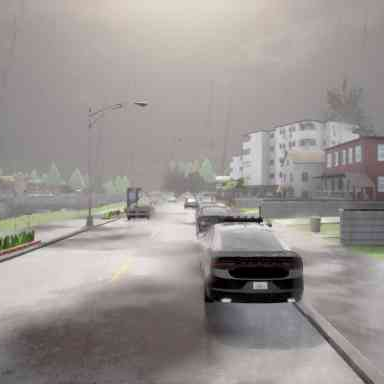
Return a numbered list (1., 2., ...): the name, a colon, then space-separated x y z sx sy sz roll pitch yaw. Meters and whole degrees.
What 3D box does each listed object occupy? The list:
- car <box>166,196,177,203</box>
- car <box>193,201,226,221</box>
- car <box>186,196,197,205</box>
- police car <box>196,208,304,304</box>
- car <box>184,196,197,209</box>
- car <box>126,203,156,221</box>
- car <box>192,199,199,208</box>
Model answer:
1. car: -4.113 1.525 66.927 1.812 1.442 4.674 0 0 0
2. car: 1.169 1.478 18.264 1.882 1.535 5.008 0 0 0
3. car: -0.097 1.478 59.104 1.882 1.535 5.008 0 0 0
4. police car: 1.186 1.425 8.374 1.930 1.638 5.238 0 0 0
5. car: -0.050 1.564 45.779 1.994 1.385 4.181 0 0 0
6. car: -4.147 1.601 27.575 1.895 1.301 4.718 0 0 0
7. car: 1.159 1.506 24.264 1.837 1.490 4.892 0 0 0
